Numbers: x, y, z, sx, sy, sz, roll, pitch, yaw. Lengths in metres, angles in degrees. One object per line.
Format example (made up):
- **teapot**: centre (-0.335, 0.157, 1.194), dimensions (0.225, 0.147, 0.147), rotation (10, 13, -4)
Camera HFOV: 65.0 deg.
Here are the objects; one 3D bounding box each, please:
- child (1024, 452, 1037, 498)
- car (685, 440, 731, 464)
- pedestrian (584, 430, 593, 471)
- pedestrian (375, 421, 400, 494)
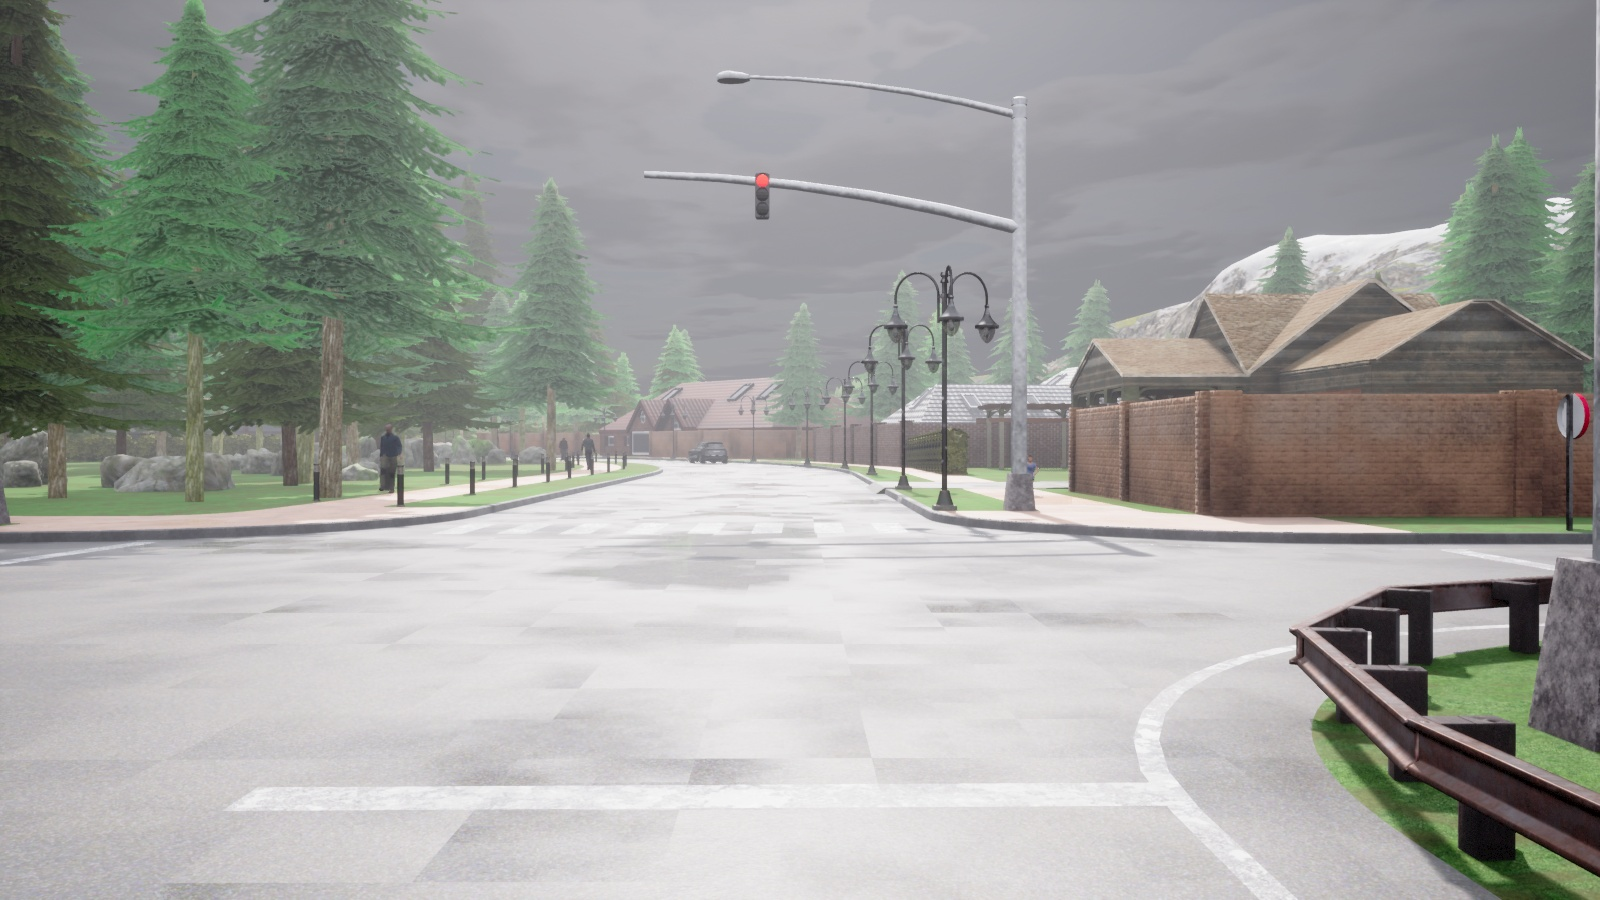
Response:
- **child**: centre (5.596, 0.594, 30.522), dimensions (0.255, 1.110, 0.394), rotation (0, 0, 2)
- **car**: centre (-6.583, 0.138, 89.307), dimensions (2.033, 1.649, 4.856), rotation (0, 0, -20)
- **pedestrian**: centre (-10.301, 0.018, 61.262), dimensions (0.423, 1.949, 0.788), rotation (0, 0, -8)
- **pedestrian**: centre (-10.532, 0.182, 32.095), dimensions (0.402, 1.842, 0.726), rotation (0, 0, 0)
